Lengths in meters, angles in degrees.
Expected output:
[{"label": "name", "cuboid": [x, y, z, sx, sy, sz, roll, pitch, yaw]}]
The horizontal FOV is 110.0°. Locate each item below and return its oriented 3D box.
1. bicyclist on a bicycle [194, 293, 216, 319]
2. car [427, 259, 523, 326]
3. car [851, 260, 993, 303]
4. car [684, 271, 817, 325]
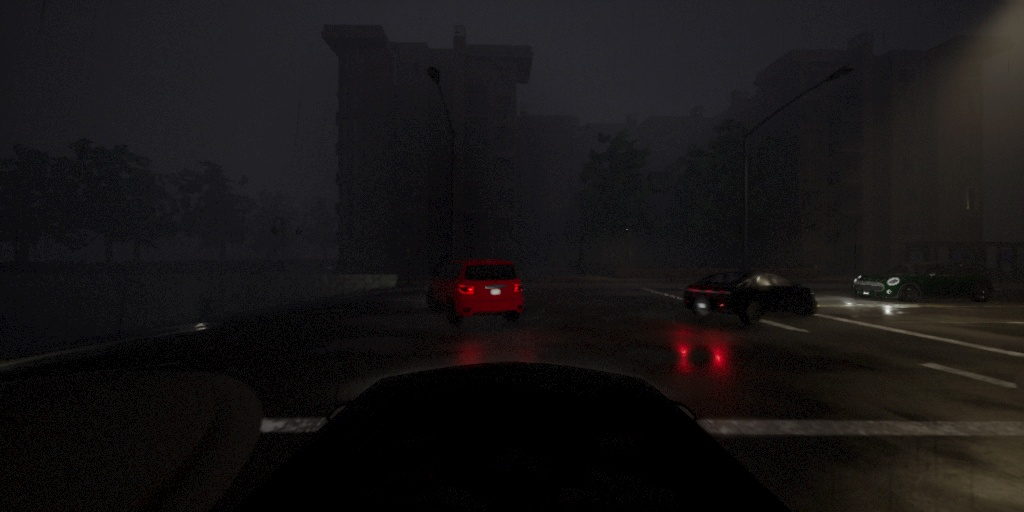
[{"label": "bicyclist on a bicycle", "cuboid": [-20.156, 3.245, 23.486, 0.582, 1.620, 1.656, -8, 0, 2]}, {"label": "car", "cuboid": [-1.489, 1.101, 12.742, 2.150, 2.045, 5.566, 0, 0, -22]}, {"label": "car", "cuboid": [17.948, 1.066, 15.885, 4.553, 1.767, 2.097, 0, 0, 1]}, {"label": "car", "cuboid": [7.914, 1.249, 11.866, 4.902, 1.511, 2.128, -1, -1, -26]}]
